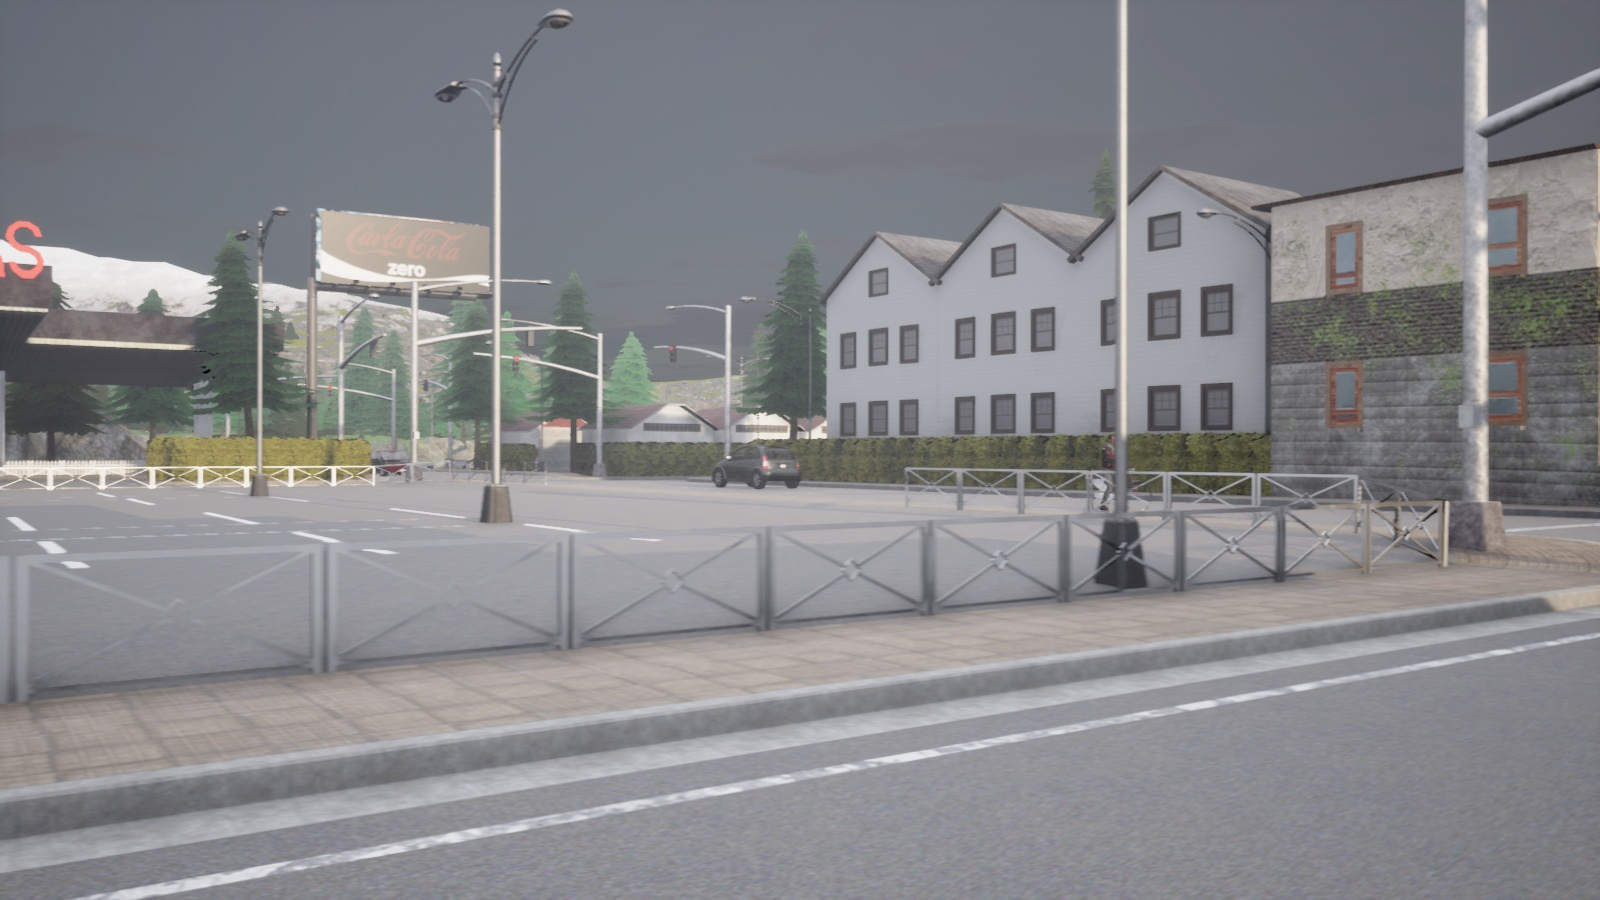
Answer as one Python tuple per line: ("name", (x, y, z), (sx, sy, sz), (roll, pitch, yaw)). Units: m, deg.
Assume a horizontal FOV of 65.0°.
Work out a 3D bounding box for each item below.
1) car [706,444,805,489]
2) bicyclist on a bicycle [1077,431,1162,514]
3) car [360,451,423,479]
("car", (-1.710, 0.585, 46.946), (1.851, 1.617, 3.988), (0, 0, -35))
("bicyclist on a bicycle", (7.114, 0.493, 28.051), (0.659, 1.776, 1.843), (0, 0, -35))
("car", (-23.601, 0.868, 72.419), (2.163, 1.488, 4.792), (-1, 0, -35))
